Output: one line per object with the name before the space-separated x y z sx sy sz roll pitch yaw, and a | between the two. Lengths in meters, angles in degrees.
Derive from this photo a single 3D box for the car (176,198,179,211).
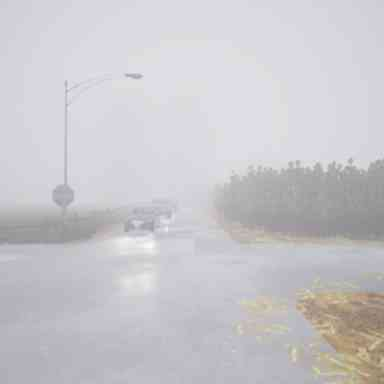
car | -3.121 1.699 46.060 2.150 2.045 5.566 0 0 4

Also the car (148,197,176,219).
car | -3.193 1.620 34.337 2.150 2.045 5.566 0 -1 0

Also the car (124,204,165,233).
car | -3.195 1.743 21.864 2.128 1.511 4.902 0 -1 0

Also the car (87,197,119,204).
car | -16.244 2.120 62.239 5.357 1.411 2.033 0 0 0
